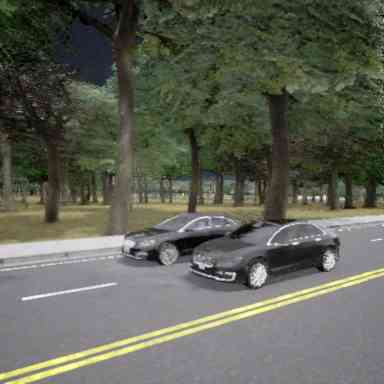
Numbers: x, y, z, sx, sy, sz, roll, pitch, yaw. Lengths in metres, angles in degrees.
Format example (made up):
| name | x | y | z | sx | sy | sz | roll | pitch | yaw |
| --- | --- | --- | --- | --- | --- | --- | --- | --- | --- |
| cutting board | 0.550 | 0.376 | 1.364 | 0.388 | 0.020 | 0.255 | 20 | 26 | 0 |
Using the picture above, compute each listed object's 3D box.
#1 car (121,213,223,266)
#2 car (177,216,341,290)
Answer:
| name | x | y | z | sx | sy | sz | roll | pitch | yaw |
| --- | --- | --- | --- | --- | --- | --- | --- | --- | --- |
| car | -0.018 | 1.513 | 11.673 | 4.902 | 1.511 | 2.128 | 0 | 0 | -36 |
| car | 2.206 | 1.524 | 9.269 | 4.892 | 1.490 | 1.837 | 0 | 0 | -36 |
